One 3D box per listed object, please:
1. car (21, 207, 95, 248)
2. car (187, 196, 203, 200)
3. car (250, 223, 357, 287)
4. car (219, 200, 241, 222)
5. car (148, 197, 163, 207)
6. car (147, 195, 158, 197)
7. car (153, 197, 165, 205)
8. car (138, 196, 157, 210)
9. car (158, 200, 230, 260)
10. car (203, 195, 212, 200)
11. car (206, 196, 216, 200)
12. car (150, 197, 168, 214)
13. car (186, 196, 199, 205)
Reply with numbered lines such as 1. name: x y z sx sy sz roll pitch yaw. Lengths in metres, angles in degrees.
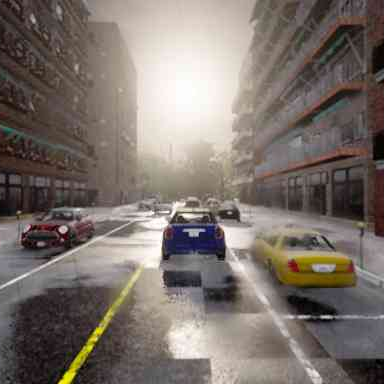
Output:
1. car: -5.704 1.447 14.580 1.967 1.590 4.097 1 0 0
2. car: 0.078 1.502 43.856 1.882 1.535 5.008 0 0 0
3. car: 2.705 1.530 9.154 1.752 1.417 4.829 1 0 0
4. car: 2.759 1.580 26.330 1.947 1.339 4.313 1 0 0
5. car: -5.837 1.596 53.558 1.947 1.339 4.313 1 0 0
6. car: -5.831 1.342 47.989 2.192 1.841 5.009 1 0 0
7. car: -5.840 1.616 59.126 1.802 1.307 4.206 1 0 0
8. car: -5.831 1.574 42.421 2.008 1.369 4.403 1 0 0
9. car: 0.040 1.358 12.627 2.097 1.767 4.553 0 0 -1
10. car: 2.814 1.578 47.961 2.008 1.369 4.403 1 0 0
11. car: 2.819 1.545 36.994 1.752 1.417 4.829 1 0 0
12. car: -3.018 1.533 36.028 1.895 1.301 4.718 0 0 0
13. car: 0.071 1.526 59.236 2.128 1.511 4.902 0 0 0
